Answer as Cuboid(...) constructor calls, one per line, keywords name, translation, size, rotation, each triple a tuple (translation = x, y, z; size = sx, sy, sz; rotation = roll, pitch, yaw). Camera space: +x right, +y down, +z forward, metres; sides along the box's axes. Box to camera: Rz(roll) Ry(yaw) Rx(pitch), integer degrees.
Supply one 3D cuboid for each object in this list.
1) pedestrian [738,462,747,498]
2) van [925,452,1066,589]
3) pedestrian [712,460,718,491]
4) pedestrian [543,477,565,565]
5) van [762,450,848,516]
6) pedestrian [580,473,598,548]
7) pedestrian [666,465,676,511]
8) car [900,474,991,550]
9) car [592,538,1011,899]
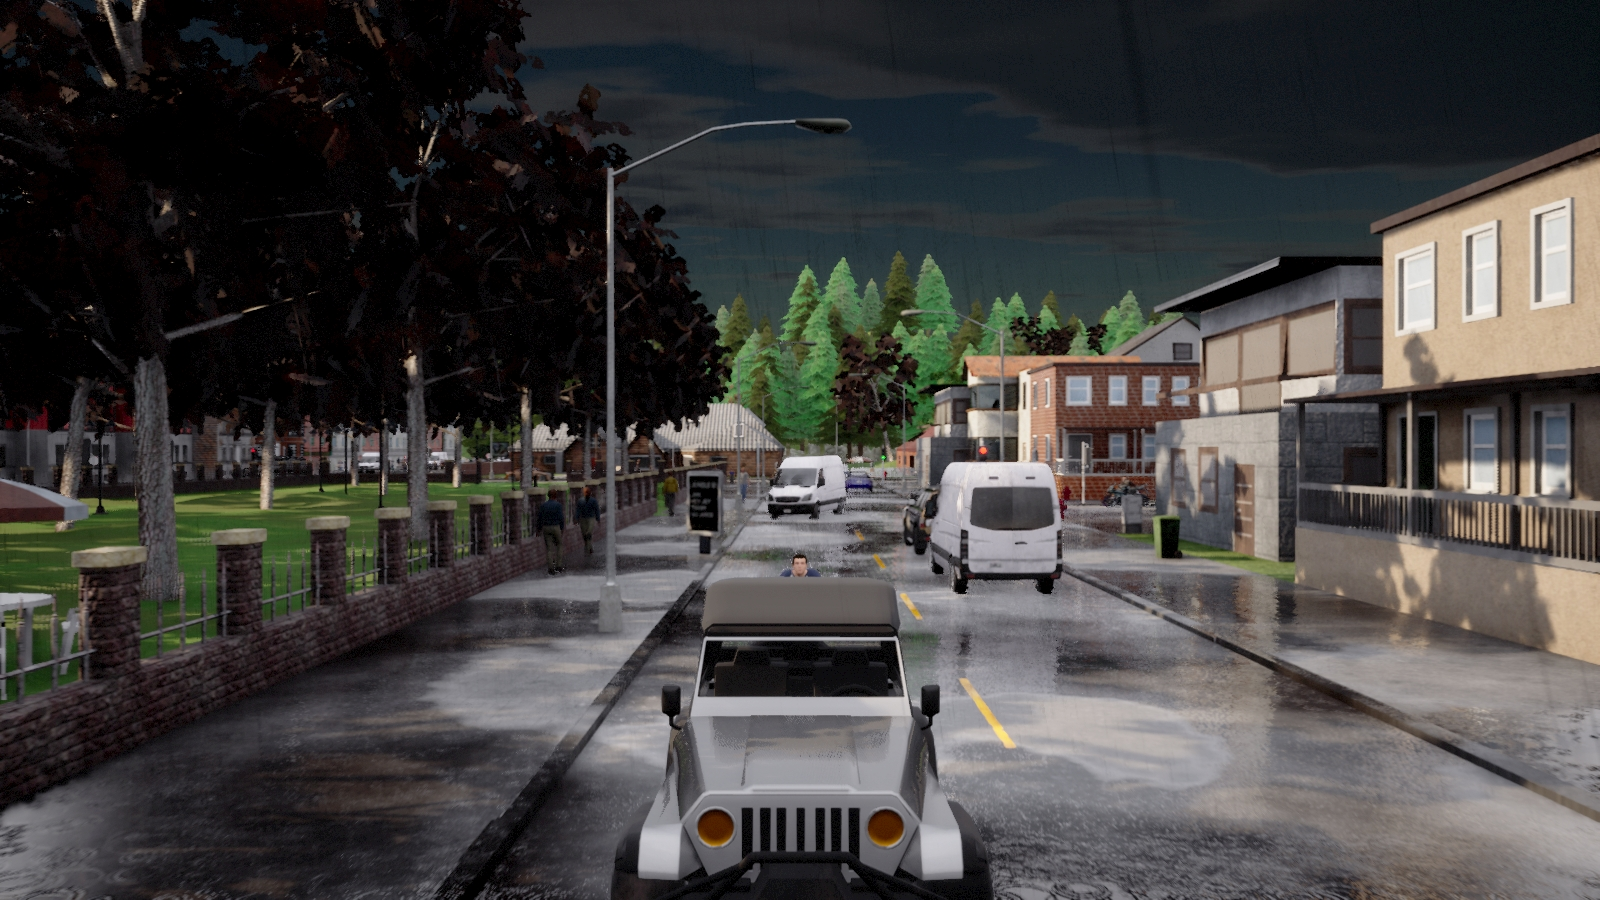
Cuboid(name="pedestrian", translation=(-2.913, 1.525, 58.133), size=(0.375, 1.860, 0.375), rotation=(0, 0, 11))
Cuboid(name="van", translation=(3.978, 1.314, 24.287), size=(1.988, 2.561, 5.915), rotation=(0, 0, 0))
Cuboid(name="pedestrian", translation=(-5.110, 1.525, 68.777), size=(0.375, 1.860, 0.375), rotation=(0, 0, -7))
Cuboid(name="pedestrian", translation=(-5.316, 1.525, 24.657), size=(0.375, 1.860, 0.375), rotation=(0, 0, 4))
Cuboid(name="van", translation=(0.307, 1.314, 47.809), size=(1.988, 2.561, 5.915), rotation=(-1, 0, 16))
Cuboid(name="pedestrian", translation=(-5.339, 1.525, 28.865), size=(0.375, 1.860, 0.375), rotation=(0, 0, 1))
Cuboid(name="pedestrian", translation=(-5.241, 1.525, 46.407), size=(0.375, 1.860, 0.375), rotation=(0, 0, -7))
Cuboid(name="car", translation=(3.945, 1.644, 31.759), size=(1.932, 1.855, 4.605), rotation=(0, 0, 0))
Cuboid(name="car", translation=(0.010, 1.637, 7.124), size=(1.905, 1.878, 3.866), rotation=(0, 0, 0))
